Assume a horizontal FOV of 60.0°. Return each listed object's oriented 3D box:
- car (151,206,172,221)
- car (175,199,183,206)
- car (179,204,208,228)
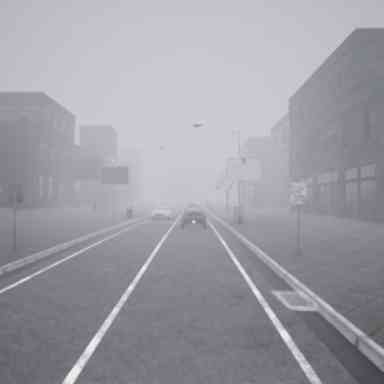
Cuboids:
[{"bbox_3d":[-3.059,2.121,33.725,1.812,1.442,4.674,0,-2,0],"label":"car"},{"bbox_3d":[-2.919,2.374,75.817,2.128,1.511,4.902,0,1,0],"label":"car"},{"bbox_3d":[0.127,1.875,25.337,1.837,1.490,4.892,0,-2,0],"label":"car"}]
